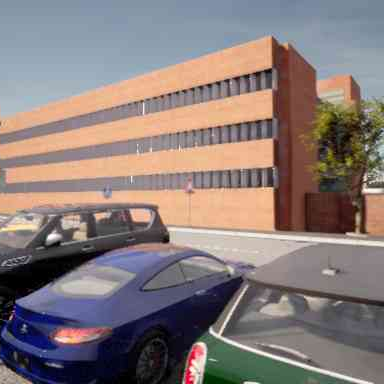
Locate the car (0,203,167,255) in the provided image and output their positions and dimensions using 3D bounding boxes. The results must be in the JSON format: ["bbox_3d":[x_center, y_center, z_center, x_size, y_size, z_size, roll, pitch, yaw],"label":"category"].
[{"bbox_3d":[-2.745,1.284,6.919,2.435,2.045,5.566,-1,0,36],"label":"car"}]

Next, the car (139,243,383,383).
[{"bbox_3d":[1.854,1.359,3.633,2.185,1.767,4.553,-1,0,36],"label":"car"}]

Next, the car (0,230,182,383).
[{"bbox_3d":[-0.428,1.550,5.297,2.002,1.452,4.674,-1,0,36],"label":"car"}]
